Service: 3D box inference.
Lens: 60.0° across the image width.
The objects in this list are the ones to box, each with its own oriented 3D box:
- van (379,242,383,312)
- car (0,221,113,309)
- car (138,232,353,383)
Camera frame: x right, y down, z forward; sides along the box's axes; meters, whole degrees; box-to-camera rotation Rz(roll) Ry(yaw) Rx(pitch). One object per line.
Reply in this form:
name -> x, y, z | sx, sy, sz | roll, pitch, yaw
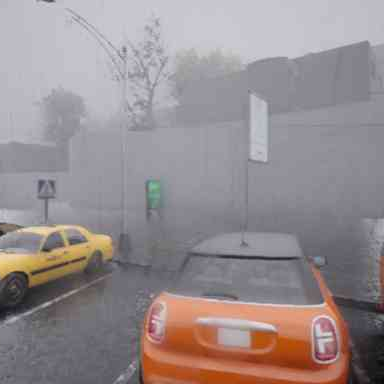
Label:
van -> 3.369, 1.256, 3.264 | 1.878, 1.987, 4.442 | 0, -1, 16
car -> -3.940, 1.552, 8.403 | 1.946, 1.575, 5.366 | 0, -1, 16
car -> 0.952, 1.385, 5.087 | 2.185, 1.767, 4.553 | 0, -1, 16
